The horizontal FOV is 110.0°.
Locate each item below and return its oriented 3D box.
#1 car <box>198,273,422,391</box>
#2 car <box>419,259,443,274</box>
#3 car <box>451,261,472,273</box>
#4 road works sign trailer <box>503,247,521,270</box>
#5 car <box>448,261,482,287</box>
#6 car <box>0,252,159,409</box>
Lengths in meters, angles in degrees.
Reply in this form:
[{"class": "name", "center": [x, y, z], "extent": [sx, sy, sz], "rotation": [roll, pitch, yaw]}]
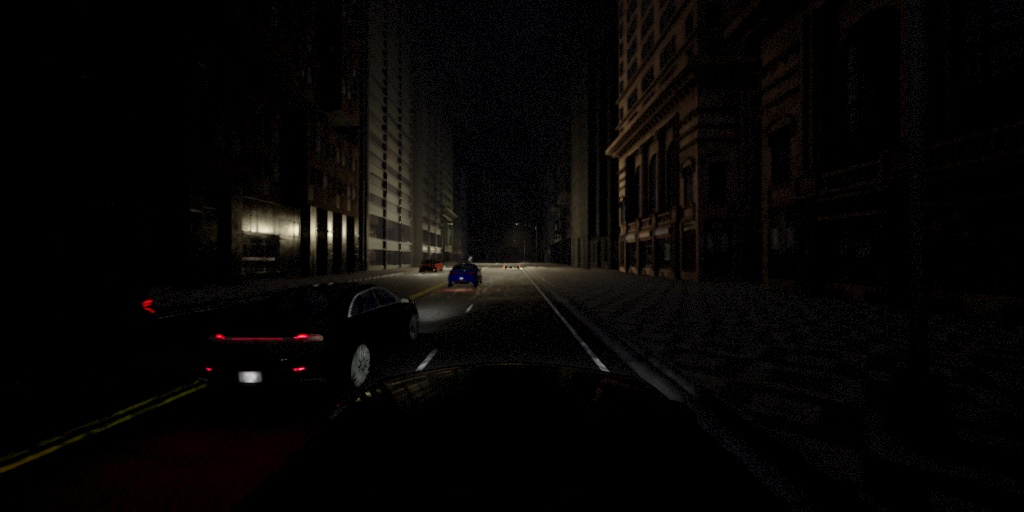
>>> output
[{"class": "car", "center": [-3.152, 1.245, 6.742], "extent": [2.128, 1.511, 4.902], "rotation": [0, 0, 0]}, {"class": "car", "center": [-9.848, 1.195, 43.647], "extent": [2.097, 1.767, 4.553], "rotation": [0, 0, 0]}, {"class": "car", "center": [-6.590, 1.404, 47.327], "extent": [2.033, 1.411, 5.357], "rotation": [0, 0, 0]}, {"class": "road works sign trailer", "center": [-0.020, 0.357, 55.960], "extent": [2.380, 3.560, 2.880], "rotation": [0, 0, 0]}, {"class": "car", "center": [-3.169, 1.262, 24.854], "extent": [1.882, 1.535, 5.008], "rotation": [0, 0, 0]}, {"class": "car", "center": [-6.599, 0.972, 3.241], "extent": [2.150, 2.045, 5.566], "rotation": [0, 0, 0]}]
